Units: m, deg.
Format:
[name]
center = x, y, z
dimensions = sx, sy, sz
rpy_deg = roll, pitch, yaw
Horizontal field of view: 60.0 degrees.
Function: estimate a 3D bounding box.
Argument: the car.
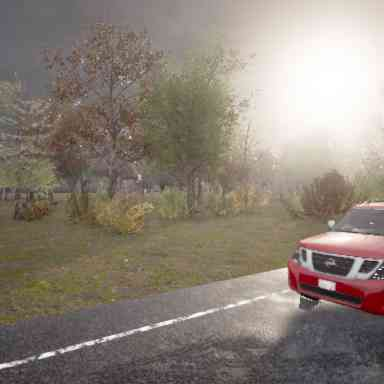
[car]
center = 4.519, 1.223, 7.226
dimensions = 5.566, 2.045, 2.150
rpy_deg = 0, 0, -36
